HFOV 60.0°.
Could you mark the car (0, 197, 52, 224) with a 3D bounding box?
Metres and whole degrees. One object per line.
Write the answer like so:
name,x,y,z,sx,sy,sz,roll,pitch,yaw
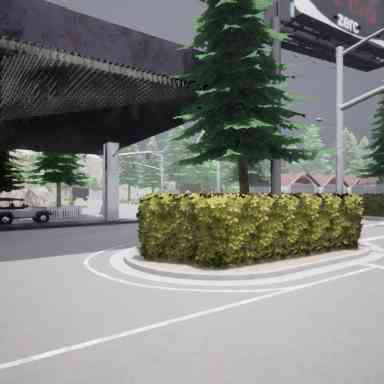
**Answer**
car,-12.063,1.313,23.418,3.866,1.878,1.905,0,0,-36
